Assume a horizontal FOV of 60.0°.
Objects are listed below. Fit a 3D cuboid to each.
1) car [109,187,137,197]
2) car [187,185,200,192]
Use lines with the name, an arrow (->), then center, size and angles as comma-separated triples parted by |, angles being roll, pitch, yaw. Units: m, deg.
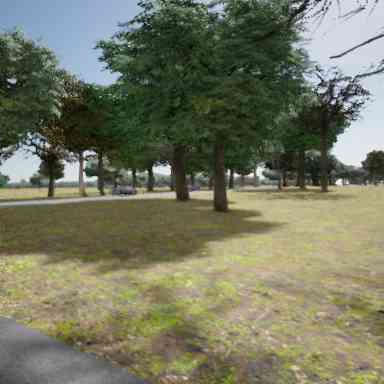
car -> -10.899, -0.069, 52.423 | 2.128, 1.511, 4.902 | -1, 2, 38
car -> -0.237, -0.719, 66.113 | 1.994, 1.385, 4.181 | -1, 2, 38
